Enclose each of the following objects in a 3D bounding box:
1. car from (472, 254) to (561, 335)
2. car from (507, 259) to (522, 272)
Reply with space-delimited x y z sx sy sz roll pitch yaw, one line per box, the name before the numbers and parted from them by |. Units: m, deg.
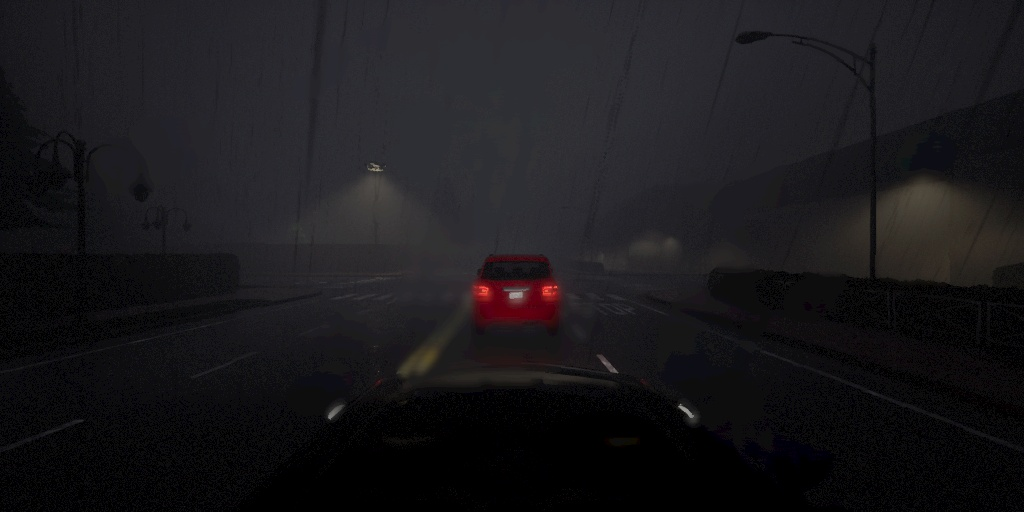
car | 0.117 0.971 10.625 2.150 2.045 5.566 0 0 0
car | 0.348 1.228 46.366 1.882 1.535 5.008 0 0 1
